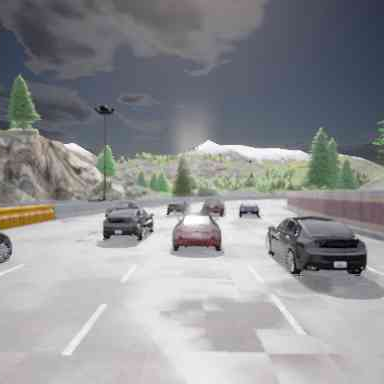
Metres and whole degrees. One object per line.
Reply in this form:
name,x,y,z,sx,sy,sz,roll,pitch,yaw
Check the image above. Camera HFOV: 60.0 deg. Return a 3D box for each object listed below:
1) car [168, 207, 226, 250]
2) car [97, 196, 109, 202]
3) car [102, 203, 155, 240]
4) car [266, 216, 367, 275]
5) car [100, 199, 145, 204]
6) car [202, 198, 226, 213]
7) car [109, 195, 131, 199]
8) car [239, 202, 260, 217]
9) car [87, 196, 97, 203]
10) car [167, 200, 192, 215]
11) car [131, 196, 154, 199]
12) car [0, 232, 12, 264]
car,0.248,1.582,14.506,1.994,1.385,4.181,0,0,2
car,-15.302,1.429,63.388,2.097,1.767,4.553,0,0,19
car,-3.133,1.526,17.101,1.837,1.490,4.892,0,0,3
car,3.641,1.519,10.500,1.837,1.490,4.892,0,0,1
car,-5.654,1.583,28.390,2.033,1.411,5.357,0,0,7
car,2.253,1.395,33.493,2.097,1.767,4.553,0,0,10
car,-12.455,1.552,60.941,1.882,1.535,5.008,0,0,19
car,5.534,1.643,32.213,1.895,1.301,4.718,0,0,9
car,-18.489,1.556,64.917,1.882,1.535,5.008,0,0,19
car,-1.246,1.547,33.854,1.837,1.490,4.892,0,0,10
car,-8.695,1.553,61.135,1.882,1.535,5.008,0,0,20
car,-6.881,1.514,9.061,1.837,1.490,4.892,0,0,0
